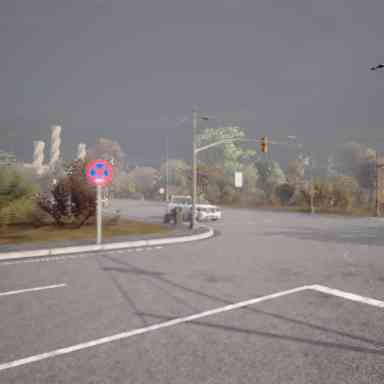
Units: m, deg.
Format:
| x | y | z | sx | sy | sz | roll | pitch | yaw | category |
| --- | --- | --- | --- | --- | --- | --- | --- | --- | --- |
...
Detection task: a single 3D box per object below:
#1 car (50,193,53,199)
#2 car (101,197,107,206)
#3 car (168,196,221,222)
| x | y | z | sx | sy | sz | roll | pitch | yaw | category |
| --- | --- | --- | --- | --- | --- | --- | --- | --- | --- |
| -30.890 | 0.954 | 71.622 | 4.181 | 1.385 | 1.994 | 2 | 1 | 45 | car |
| -14.253 | 1.463 | 50.020 | 1.882 | 1.535 | 5.008 | 0 | 1 | -32 | car |
| 0.064 | 1.344 | 27.349 | 2.150 | 2.045 | 5.566 | 0 | 0 | -32 | car |
